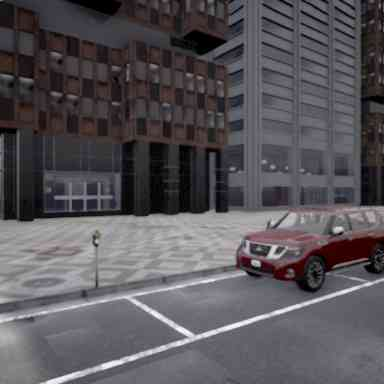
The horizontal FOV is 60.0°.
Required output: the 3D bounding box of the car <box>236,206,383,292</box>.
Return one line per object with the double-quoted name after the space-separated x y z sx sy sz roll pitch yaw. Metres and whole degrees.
3.534 1.341 9.174 5.009 1.841 2.192 0 0 -35 "car"
